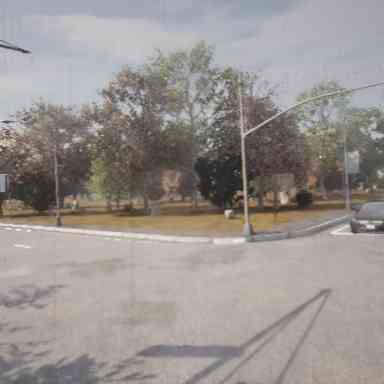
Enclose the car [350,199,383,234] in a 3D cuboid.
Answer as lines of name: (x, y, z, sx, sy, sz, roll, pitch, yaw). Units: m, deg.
car: (8.815, 1.076, 15.537, 1.812, 1.442, 4.674, -3, 1, 39)
